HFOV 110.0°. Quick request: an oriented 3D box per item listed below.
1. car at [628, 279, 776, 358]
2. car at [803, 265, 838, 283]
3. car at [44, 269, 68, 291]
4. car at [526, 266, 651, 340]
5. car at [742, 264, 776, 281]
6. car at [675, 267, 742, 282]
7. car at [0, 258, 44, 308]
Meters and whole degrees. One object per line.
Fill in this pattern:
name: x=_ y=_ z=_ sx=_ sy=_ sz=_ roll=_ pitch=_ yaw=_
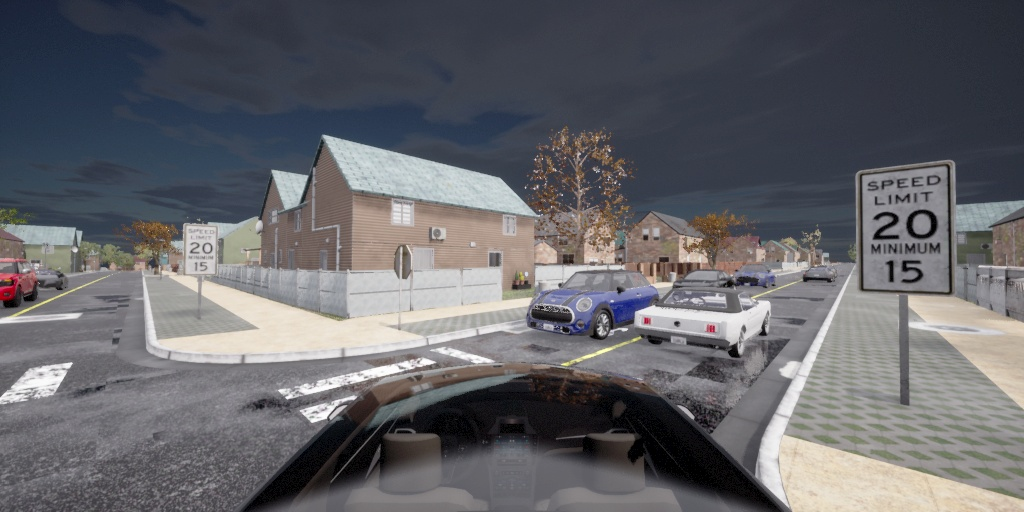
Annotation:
car: x=4.868 y=1.414 z=8.748 sx=1.895 sy=1.301 sz=4.718 roll=-1 pitch=-1 yaw=44
car: x=27.697 y=1.652 z=32.353 sx=4.181 sy=1.385 sz=1.994 roll=1 pitch=-1 yaw=-45
car: x=-31.007 y=1.570 z=23.630 sx=4.181 sy=1.385 sz=1.994 roll=-1 pitch=-2 yaw=44
car: x=2.491 y=1.184 z=10.445 sx=4.553 sy=1.767 sz=2.097 roll=1 pitch=-1 yaw=-45
car: x=17.490 y=1.364 z=25.934 sx=2.097 sy=1.767 sz=4.553 roll=-1 pitch=-1 yaw=44
car: x=9.594 y=1.395 z=17.758 sx=1.882 sy=1.535 sz=5.008 roll=-1 pitch=-1 yaw=44
car: x=-22.418 y=1.102 z=15.310 sx=5.566 sy=2.045 sz=2.150 roll=-1 pitch=-2 yaw=44
